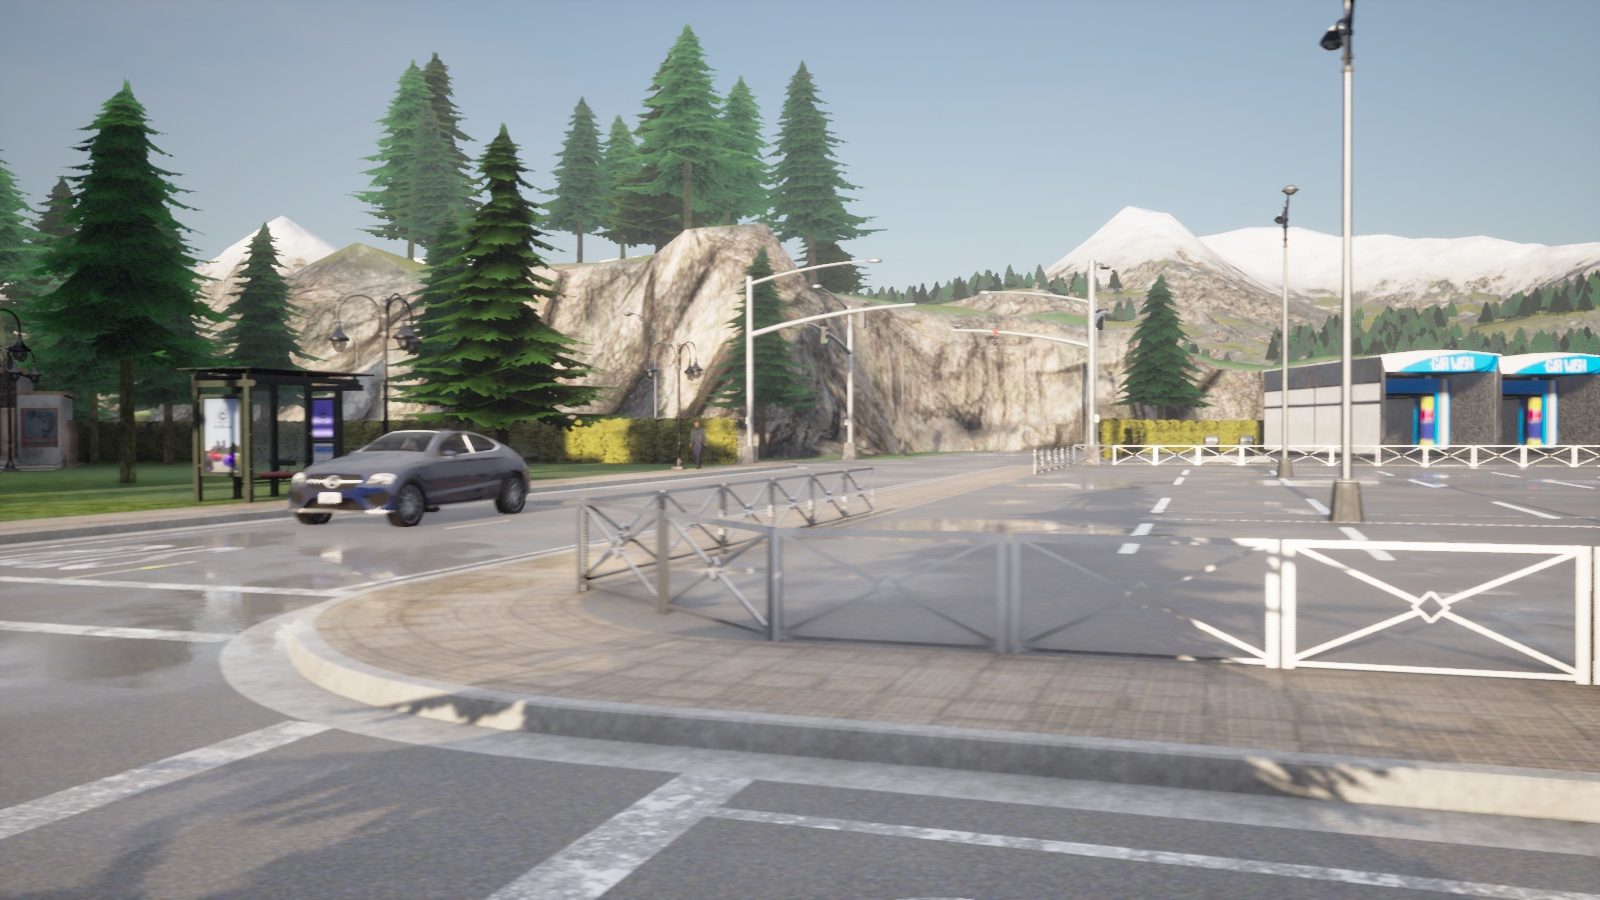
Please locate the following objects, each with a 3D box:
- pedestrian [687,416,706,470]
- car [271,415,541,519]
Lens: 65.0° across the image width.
[{"bbox_3d":[-3.759,-0.246,45.550,0.423,1.949,0.788,0,1,16],"label":"pedestrian"},{"bbox_3d":[-6.924,0.230,22.758,2.152,1.651,5.027,1,1,18],"label":"car"}]
